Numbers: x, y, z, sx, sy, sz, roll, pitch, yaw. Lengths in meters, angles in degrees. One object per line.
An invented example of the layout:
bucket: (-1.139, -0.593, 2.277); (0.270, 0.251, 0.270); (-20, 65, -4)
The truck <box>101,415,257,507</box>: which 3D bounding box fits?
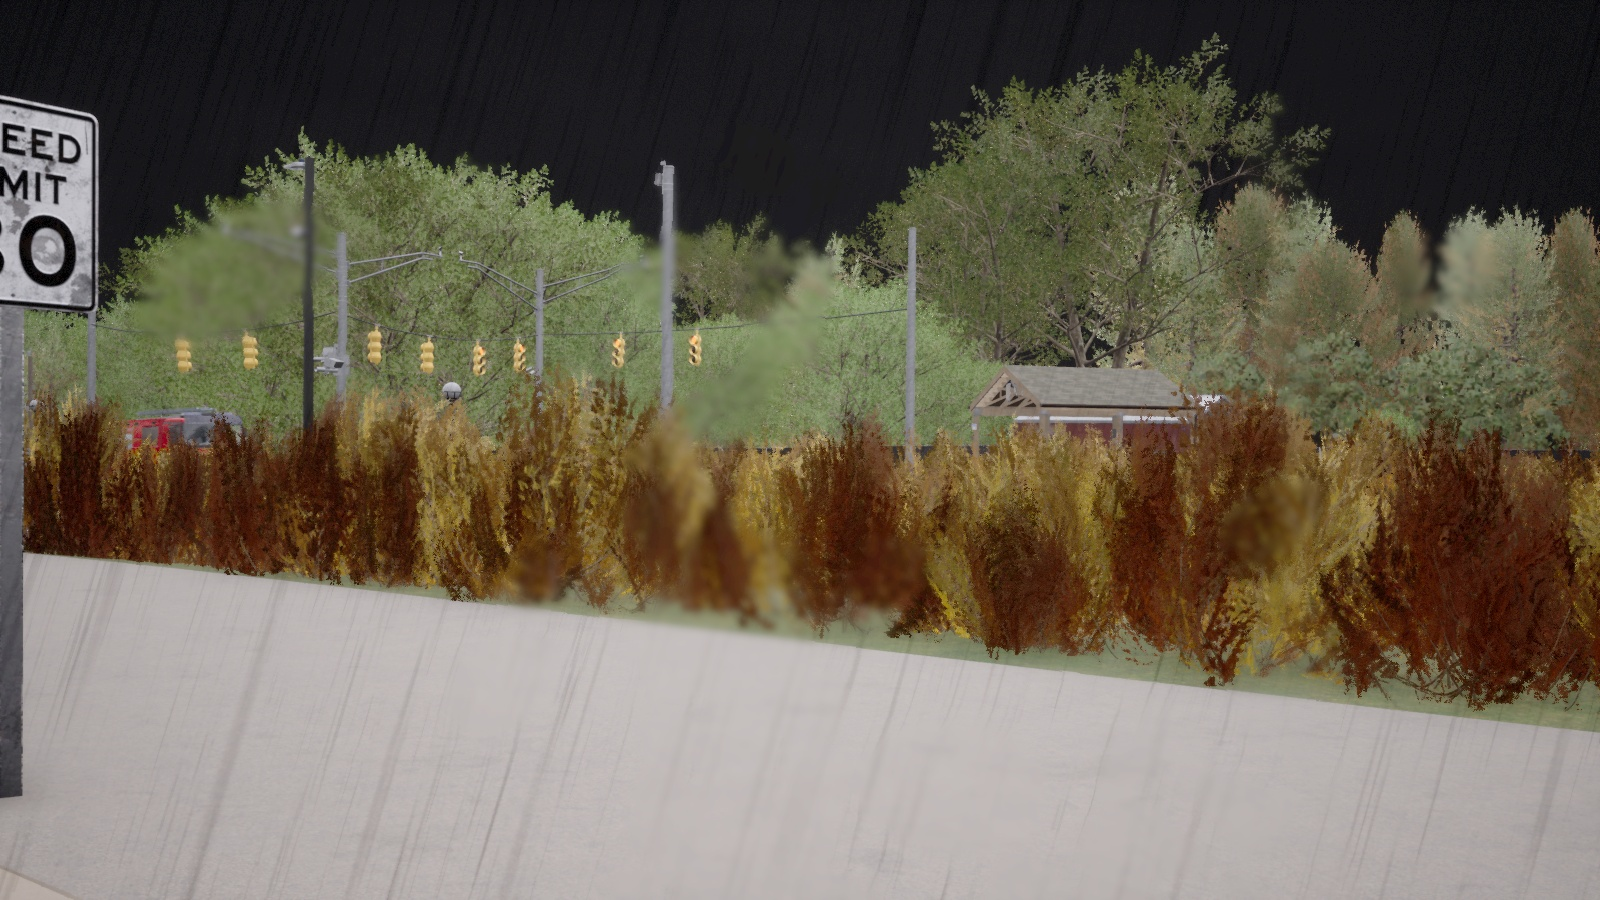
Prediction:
truck: (-28.070, 0.563, 56.589); (8.468, 3.827, 2.891); (-2, 0, 39)
